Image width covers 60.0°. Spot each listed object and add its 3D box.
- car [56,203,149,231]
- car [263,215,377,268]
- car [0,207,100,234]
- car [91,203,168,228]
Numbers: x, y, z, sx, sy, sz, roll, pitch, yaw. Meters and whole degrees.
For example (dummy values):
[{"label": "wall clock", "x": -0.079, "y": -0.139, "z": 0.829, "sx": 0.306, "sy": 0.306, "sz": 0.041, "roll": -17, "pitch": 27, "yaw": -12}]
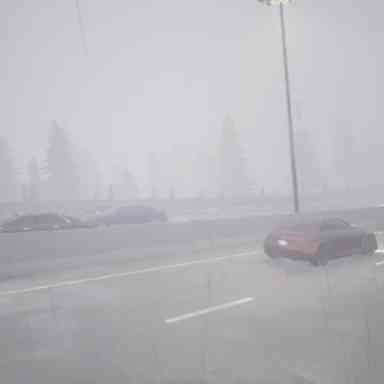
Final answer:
[{"label": "car", "x": -5.667, "y": 1.486, "z": 21.442, "sx": 5.357, "sy": 1.411, "sz": 2.033, "roll": -1, "pitch": 0, "yaw": -35}, {"label": "car", "x": 4.361, "y": 1.484, "z": 11.153, "sx": 4.181, "sy": 1.385, "sz": 1.994, "roll": 0, "pitch": 0, "yaw": -35}, {"label": "car", "x": -6.243, "y": 1.493, "z": 12.432, "sx": 4.892, "sy": 1.490, "sz": 1.837, "roll": 0, "pitch": 0, "yaw": -35}, {"label": "car", "x": -3.738, "y": 1.418, "z": 18.516, "sx": 5.008, "sy": 1.535, "sz": 1.882, "roll": -1, "pitch": 0, "yaw": -35}]
